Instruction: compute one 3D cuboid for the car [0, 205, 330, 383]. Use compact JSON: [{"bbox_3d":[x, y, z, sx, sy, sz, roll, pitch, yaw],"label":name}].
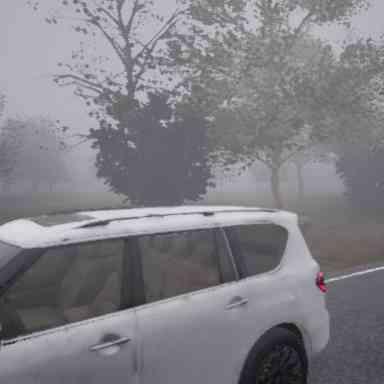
[{"bbox_3d":[-1.038,1.206,3.125,5.566,2.045,2.150,-1,0,-34],"label":"car"}]
